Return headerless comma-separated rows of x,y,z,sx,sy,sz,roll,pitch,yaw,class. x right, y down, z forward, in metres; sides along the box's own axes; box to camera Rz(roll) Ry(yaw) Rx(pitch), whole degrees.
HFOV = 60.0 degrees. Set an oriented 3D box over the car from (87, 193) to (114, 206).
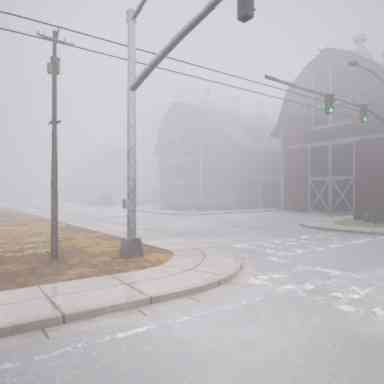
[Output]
-13.846,1.116,50.577,3.866,1.878,1.905,-2,5,11,car
